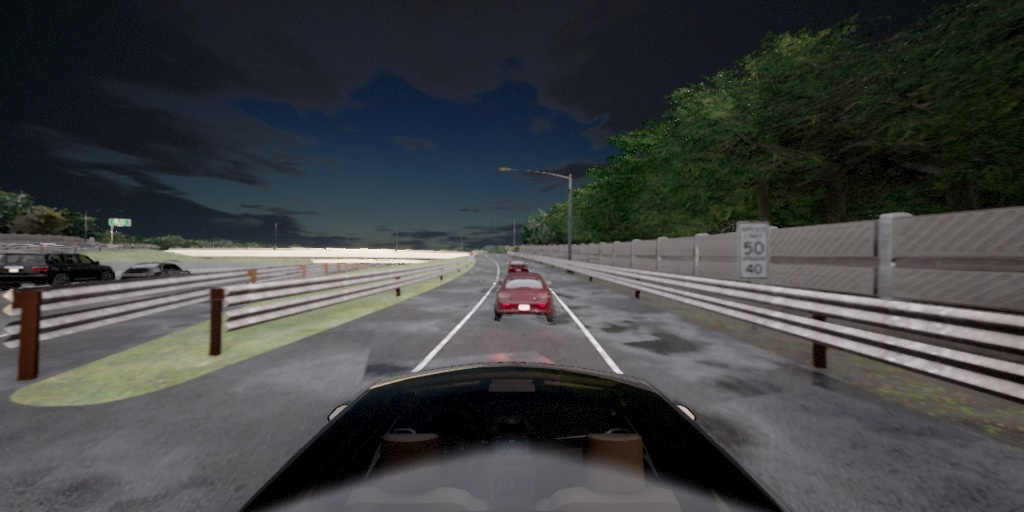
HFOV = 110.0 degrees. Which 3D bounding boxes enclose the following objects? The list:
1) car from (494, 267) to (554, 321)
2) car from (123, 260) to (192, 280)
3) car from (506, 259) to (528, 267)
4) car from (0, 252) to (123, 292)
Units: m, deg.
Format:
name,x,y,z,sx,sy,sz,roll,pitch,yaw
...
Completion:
name,x,y,z,sx,sy,sz,roll,pitch,yaw
car,0.403,1.289,12.456,1.812,1.442,4.674,0,0,1
car,-22.633,1.170,23.067,1.837,1.490,4.892,1,-1,-20
car,0.489,1.067,34.443,1.882,1.535,5.008,0,1,-1
car,-25.275,0.824,20.068,2.150,2.045,5.566,1,-1,-20
